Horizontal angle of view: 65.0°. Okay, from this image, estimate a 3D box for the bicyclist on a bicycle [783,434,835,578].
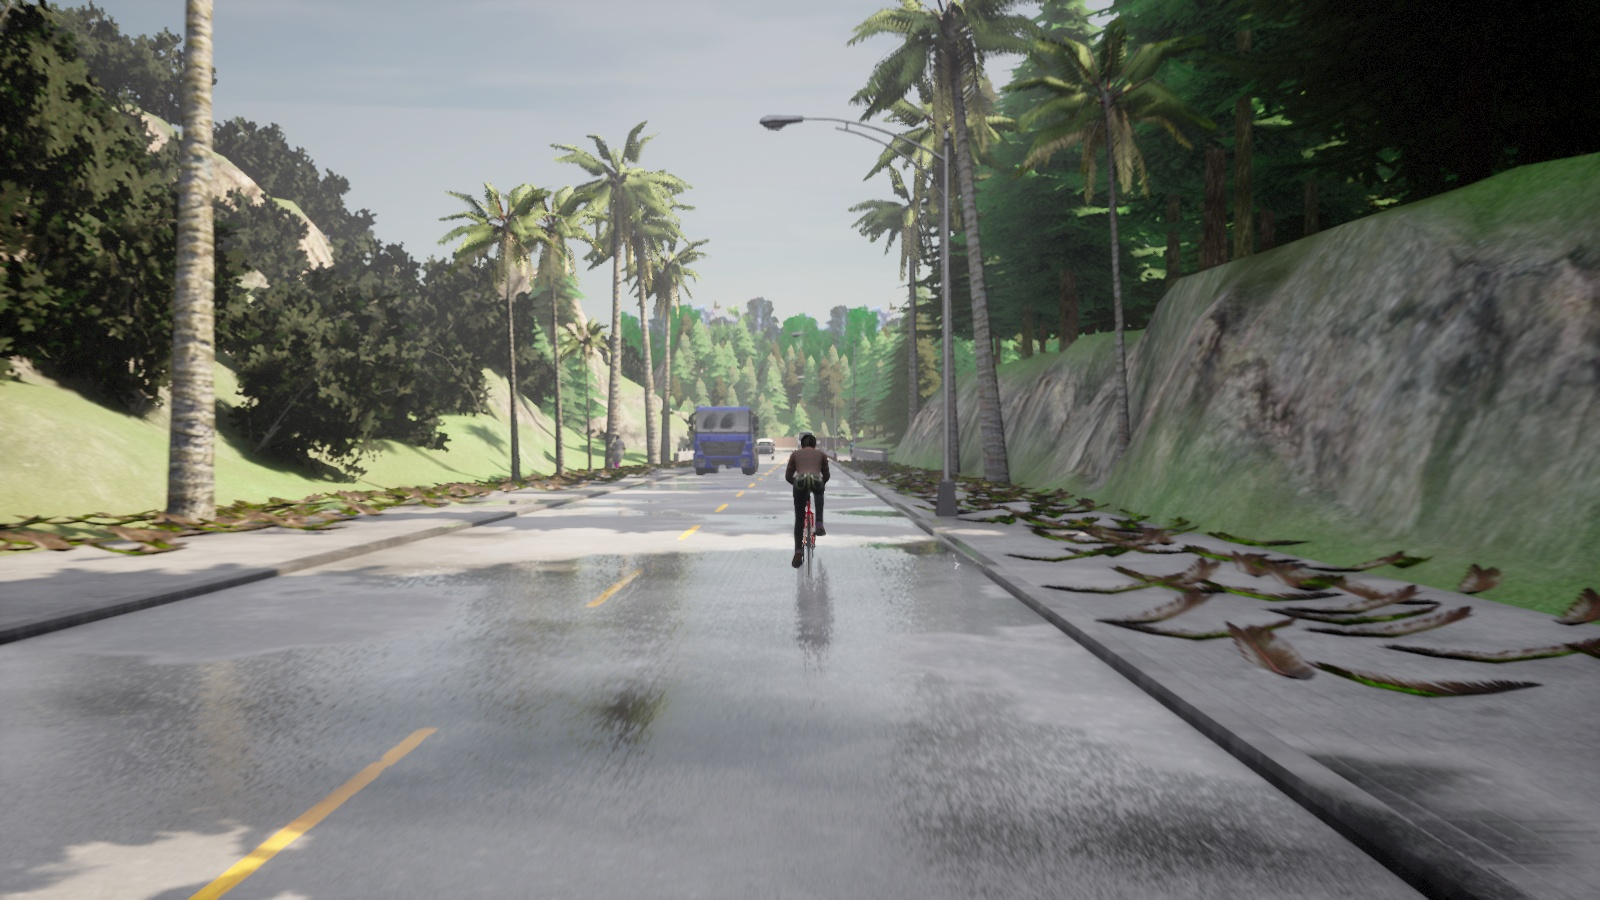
[{"bbox_3d":[0.101,0.629,14.969,0.582,1.620,1.656,0,0,0],"label":"bicyclist on a bicycle"}]

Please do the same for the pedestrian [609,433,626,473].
[{"bbox_3d":[-8.967,0.147,61.688,0.659,1.952,0.873,0,0,-19],"label":"pedestrian"}]

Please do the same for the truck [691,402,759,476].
[{"bbox_3d":[-3.664,-0.538,63.238,2.891,3.462,7.936,0,0,0],"label":"truck"}]
